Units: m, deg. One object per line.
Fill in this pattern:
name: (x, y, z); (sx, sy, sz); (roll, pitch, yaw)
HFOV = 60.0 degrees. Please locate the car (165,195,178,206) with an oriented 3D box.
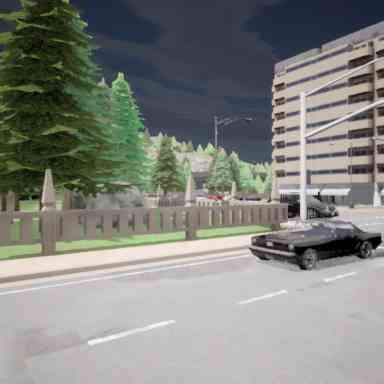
car: (-3.484, 1.409, 56.628); (1.882, 1.535, 5.008); (0, 1, 1)

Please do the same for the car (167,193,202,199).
car: (-1.015, 1.158, 41.728); (2.150, 2.045, 5.566); (0, 0, -18)

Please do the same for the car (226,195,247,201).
car: (9.173, 1.471, 67.886); (2.033, 1.411, 5.357); (0, 0, 20)

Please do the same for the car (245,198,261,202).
car: (7.648, 1.534, 32.528); (1.895, 1.301, 4.718); (0, 0, -32)

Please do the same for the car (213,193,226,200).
car: (4.736, 1.147, 65.202); (2.150, 2.045, 5.566); (0, 0, 14)

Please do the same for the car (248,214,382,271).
car: (4.126, 1.596, 10.950); (4.718, 1.301, 1.895); (0, 0, -33)

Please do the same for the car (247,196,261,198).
car: (14.233, 1.515, 77.266); (1.895, 1.301, 4.718); (0, 0, 40)

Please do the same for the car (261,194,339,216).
car: (8.242, 1.155, 25.342); (2.150, 2.045, 5.566); (0, 0, -34)

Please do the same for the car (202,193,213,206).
car: (0.912, 1.153, 47.308); (2.150, 2.045, 5.566); (0, 0, -12)
